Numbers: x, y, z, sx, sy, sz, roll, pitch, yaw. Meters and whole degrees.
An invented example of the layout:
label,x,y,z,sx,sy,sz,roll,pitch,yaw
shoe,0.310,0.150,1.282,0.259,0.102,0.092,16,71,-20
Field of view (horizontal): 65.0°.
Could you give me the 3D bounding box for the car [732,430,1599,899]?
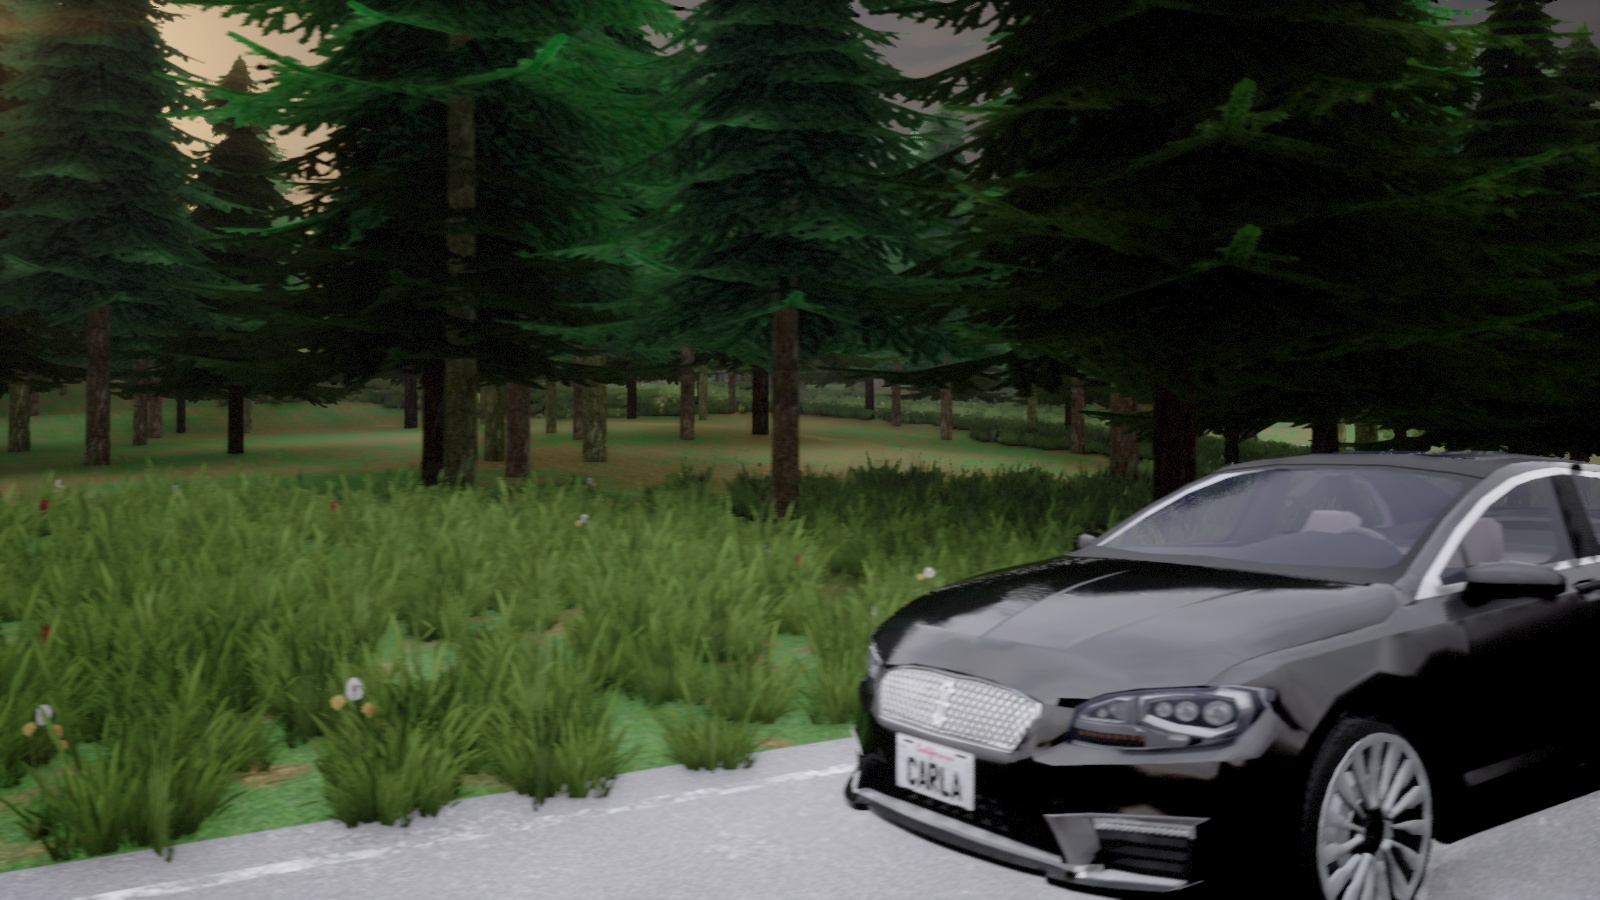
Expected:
label,x,y,z,sx,sy,sz,roll,pitch,yaw
car,2.361,0.709,5.302,4.902,1.511,2.128,0,0,-35
